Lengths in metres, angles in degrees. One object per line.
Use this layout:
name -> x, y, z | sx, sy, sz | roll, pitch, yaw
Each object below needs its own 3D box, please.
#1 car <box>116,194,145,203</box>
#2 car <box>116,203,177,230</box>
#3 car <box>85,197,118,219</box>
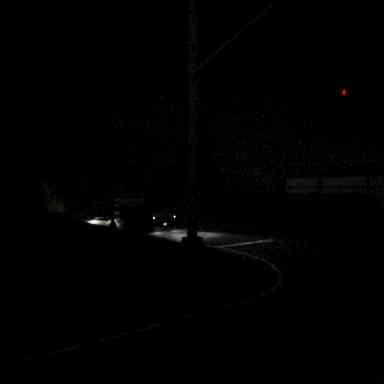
car -> -8.106, 1.222, 40.811 | 2.150, 2.045, 5.566 | 0, 0, 33
car -> -2.915, 1.601, 21.628 | 1.895, 1.301, 4.718 | 0, 0, -37
car -> -8.386, 1.478, 29.874 | 1.882, 1.535, 5.008 | 0, 0, -26
